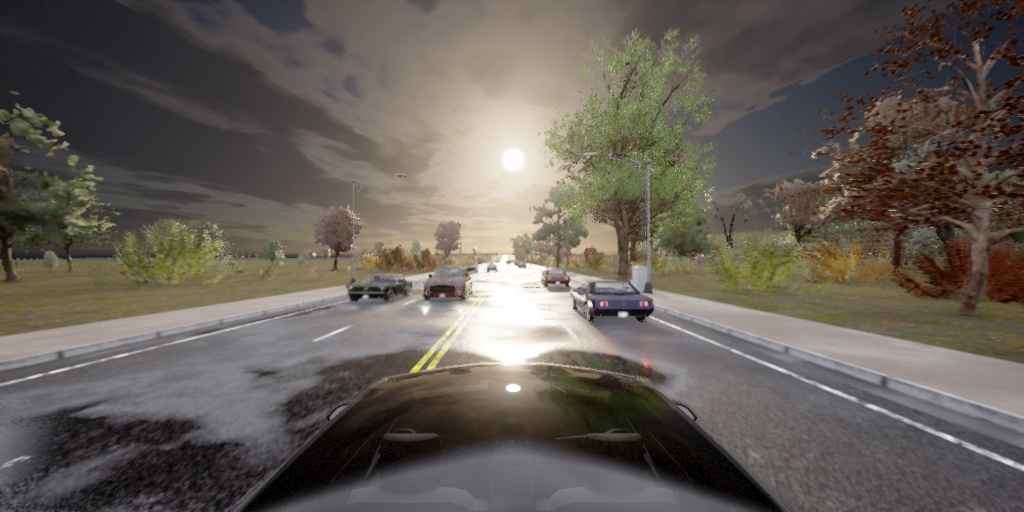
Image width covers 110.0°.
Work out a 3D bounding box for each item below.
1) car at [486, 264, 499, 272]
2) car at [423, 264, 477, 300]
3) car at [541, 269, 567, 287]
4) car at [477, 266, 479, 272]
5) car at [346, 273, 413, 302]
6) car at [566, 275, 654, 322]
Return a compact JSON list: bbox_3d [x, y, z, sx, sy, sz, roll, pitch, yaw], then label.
[{"bbox_3d":[-3.410,2.043,61.868,1.812,1.442,4.674,0,-1,0],"label":"car"},{"bbox_3d":[-3.350,1.338,19.490,2.097,1.767,4.553,0,-1,0],"label":"car"},{"bbox_3d":[3.348,1.703,28.411,1.895,1.301,4.718,0,-1,0],"label":"car"},{"bbox_3d":[-6.650,2.094,59.861,1.895,1.301,4.718,0,-1,0],"label":"car"},{"bbox_3d":[-6.602,1.571,18.401,1.895,1.301,4.718,0,-1,0],"label":"car"},{"bbox_3d":[3.350,1.503,13.013,1.895,1.301,4.718,0,-1,0],"label":"car"}]
